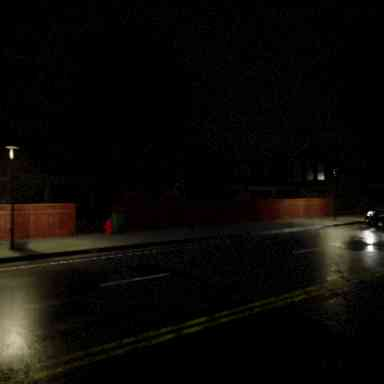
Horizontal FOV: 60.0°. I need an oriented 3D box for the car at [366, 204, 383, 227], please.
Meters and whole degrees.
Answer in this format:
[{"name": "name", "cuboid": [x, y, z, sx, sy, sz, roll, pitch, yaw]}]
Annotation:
[{"name": "car", "cuboid": [12.913, 1.312, 20.877, 4.553, 1.767, 2.097, 0, 0, -35]}]
